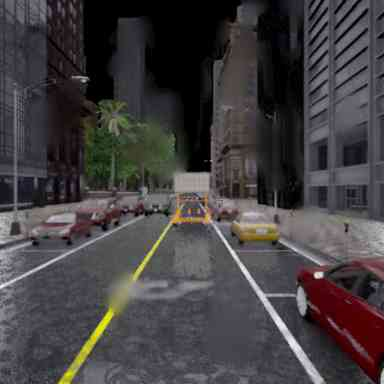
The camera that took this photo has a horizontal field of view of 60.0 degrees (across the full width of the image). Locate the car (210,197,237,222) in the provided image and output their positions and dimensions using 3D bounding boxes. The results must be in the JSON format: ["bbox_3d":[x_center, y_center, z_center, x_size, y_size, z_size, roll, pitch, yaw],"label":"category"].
[{"bbox_3d":[2.754,1.418,26.132,1.967,1.590,4.097,0,0,0],"label":"car"}]

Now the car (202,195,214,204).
[{"bbox_3d":[2.751,1.494,48.002,1.752,1.417,4.829,0,0,0],"label":"car"}]

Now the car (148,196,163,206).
[{"bbox_3d":[-5.776,1.407,53.271,1.967,1.590,4.097,0,0,0],"label":"car"}]

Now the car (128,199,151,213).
[{"bbox_3d":[-5.773,1.518,36.993,1.887,1.381,4.507,0,0,0],"label":"car"}]

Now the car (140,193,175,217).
[{"bbox_3d":[-3.099,1.196,31.009,2.150,2.045,5.566,0,0,0],"label":"car"}]

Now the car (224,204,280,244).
[{"bbox_3d":[2.757,1.510,15.452,1.752,1.417,4.829,0,0,0],"label":"car"}]

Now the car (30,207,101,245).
[{"bbox_3d":[-5.768,1.568,15.289,1.802,1.307,4.206,0,0,0],"label":"car"}]

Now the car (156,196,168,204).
[{"bbox_3d":[-5.777,1.543,64.124,1.802,1.307,4.206,0,0,0],"label":"car"}]

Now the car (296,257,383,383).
[{"bbox_3d":[2.759,1.540,4.432,1.887,1.381,4.507,0,0,0],"label":"car"}]

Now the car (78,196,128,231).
[{"bbox_3d":[-5.770,1.297,20.715,2.192,1.841,5.009,0,0,0],"label":"car"}]

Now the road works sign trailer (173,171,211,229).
[{"bbox_3d":[-0.004,0.445,21.405,2.380,3.560,2.880,0,0,0],"label":"road works sign trailer"}]

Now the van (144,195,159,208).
[{"bbox_3d":[-5.776,1.311,47.845,1.690,1.788,3.998,0,0,0],"label":"van"}]

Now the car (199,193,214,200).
[{"bbox_3d":[2.749,1.282,53.257,2.192,1.841,5.009,0,0,0],"label":"car"}]

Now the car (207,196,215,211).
[{"bbox_3d":[2.753,1.415,31.557,1.967,1.590,4.097,0,0,0],"label":"car"}]

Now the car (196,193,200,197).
[{"bbox_3d":[2.744,1.503,90.544,1.947,1.339,4.313,0,0,0],"label":"car"}]

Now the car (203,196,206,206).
[{"bbox_3d":[2.752,1.522,42.406,2.008,1.369,4.403,0,0,0],"label":"car"}]

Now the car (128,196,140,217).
[{"bbox_3d":[-5.773,1.291,31.567,2.192,1.841,5.009,0,0,0],"label":"car"}]
